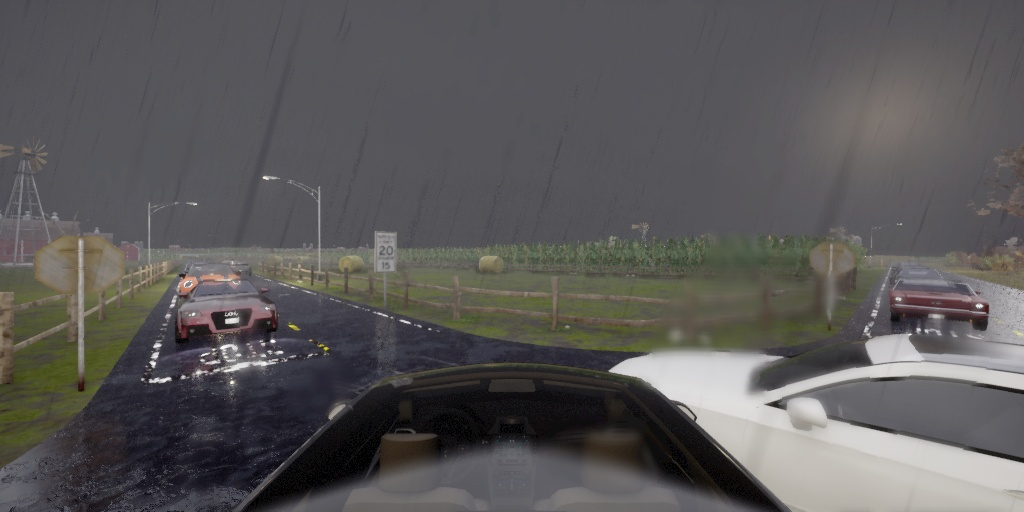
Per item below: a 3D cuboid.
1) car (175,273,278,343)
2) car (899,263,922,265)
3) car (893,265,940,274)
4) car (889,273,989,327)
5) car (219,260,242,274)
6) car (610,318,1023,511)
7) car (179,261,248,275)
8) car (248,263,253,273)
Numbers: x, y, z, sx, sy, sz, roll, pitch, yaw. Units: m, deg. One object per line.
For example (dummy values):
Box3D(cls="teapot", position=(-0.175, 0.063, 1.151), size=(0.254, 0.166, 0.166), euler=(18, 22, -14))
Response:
Box3D(cls="car", position=(-7.973, 1.356, 9.969), size=(1.994, 1.385, 4.181), euler=(0, 0, -43))
Box3D(cls="car", position=(27.269, 1.405, 24.379), size=(4.181, 1.385, 1.994), euler=(0, 1, -43))
Box3D(cls="car", position=(20.536, 1.366, 18.102), size=(5.357, 1.411, 2.033), euler=(0, 1, -43))
Box3D(cls="car", position=(13.480, 1.400, 11.515), size=(4.718, 1.301, 1.895), euler=(0, 1, -43))
Box3D(cls="car", position=(-33.846, 1.309, 43.054), size=(1.837, 1.490, 4.892), euler=(0, 0, -42))
Box3D(cls="car", position=(2.831, 1.294, 2.418), size=(1.812, 1.442, 4.674), euler=(0, 1, -44))
Box3D(cls="car", position=(-13.771, 1.142, 16.433), size=(2.097, 1.767, 4.553), euler=(0, 0, -42))
Box3D(cls="car", position=(-27.100, 1.287, 35.618), size=(2.128, 1.511, 4.902), euler=(0, 0, -42))
